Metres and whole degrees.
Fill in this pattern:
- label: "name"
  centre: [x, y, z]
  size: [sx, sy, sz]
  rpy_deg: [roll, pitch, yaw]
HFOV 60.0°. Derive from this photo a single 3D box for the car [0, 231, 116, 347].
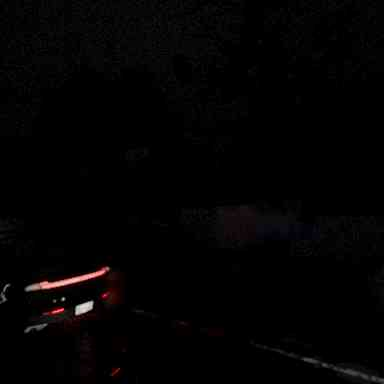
- label: "car"
  centre: [-3.595, 1.495, 6.257]
  size: [4.902, 1.511, 2.128]
  rpy_deg: [0, 0, 34]
